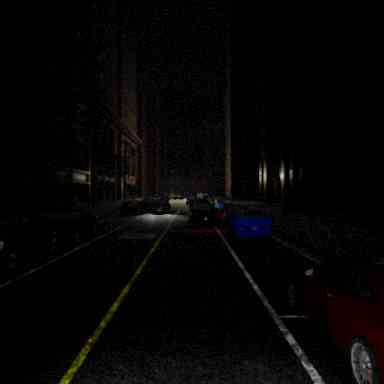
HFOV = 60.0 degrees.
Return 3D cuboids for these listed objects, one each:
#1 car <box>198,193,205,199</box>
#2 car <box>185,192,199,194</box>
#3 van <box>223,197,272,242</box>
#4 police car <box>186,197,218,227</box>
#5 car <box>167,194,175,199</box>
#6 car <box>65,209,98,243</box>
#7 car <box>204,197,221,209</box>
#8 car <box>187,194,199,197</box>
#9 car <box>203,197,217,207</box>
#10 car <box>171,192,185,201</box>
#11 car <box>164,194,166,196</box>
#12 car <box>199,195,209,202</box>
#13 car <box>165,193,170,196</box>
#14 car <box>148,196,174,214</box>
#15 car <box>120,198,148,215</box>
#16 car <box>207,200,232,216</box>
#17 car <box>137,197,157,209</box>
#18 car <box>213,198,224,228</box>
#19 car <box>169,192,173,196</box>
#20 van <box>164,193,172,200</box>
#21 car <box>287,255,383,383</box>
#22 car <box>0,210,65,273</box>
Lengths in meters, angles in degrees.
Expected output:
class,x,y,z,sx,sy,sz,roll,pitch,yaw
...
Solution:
class,x,y,z,sx,sy,sz,roll,pitch,yaw
car,2.599,1.199,94.814,1.967,1.590,4.097,1,0,0
car,-0.057,1.230,71.008,2.033,1.411,5.357,0,0,0
van,2.664,1.316,16.067,1.690,1.788,3.998,1,0,0
police car,0.735,1.389,22.597,1.930,1.638,5.238,0,0,-3
car,-5.928,1.325,94.799,1.947,1.339,4.313,1,0,0
car,-5.863,1.520,16.057,1.887,1.381,4.507,1,0,0
car,2.639,1.466,44.191,2.008,1.369,4.403,1,0,0
car,-0.046,1.486,55.845,1.895,1.301,4.718,0,0,0
car,2.635,1.446,49.816,1.887,1.381,4.507,1,0,0
car,-3.062,1.258,75.522,1.994,1.385,4.181,0,0,0
car,-5.895,1.412,55.258,1.752,1.417,4.829,1,0,0
car,2.616,1.401,72.316,1.947,1.339,4.313,1,0,0
car,-5.905,1.436,66.677,1.802,1.307,4.206,1,0,0
car,-3.132,1.465,34.150,1.812,1.442,4.674,0,0,0
car,-5.877,1.487,32.930,1.887,1.381,4.507,1,0,0
car,2.648,1.492,32.942,2.008,1.369,4.403,1,0,0
car,-5.886,1.467,44.179,2.008,1.369,4.403,1,0,0
car,2.659,1.405,21.692,1.967,1.590,4.097,1,0,0
car,-5.912,1.257,77.926,1.967,1.590,4.097,1,0,0
van,-5.916,1.139,83.550,1.690,1.788,3.998,1,0,0
car,2.671,1.575,4.819,1.802,1.307,4.206,1,0,0
car,-5.857,1.425,10.432,1.967,1.590,4.097,1,0,0
